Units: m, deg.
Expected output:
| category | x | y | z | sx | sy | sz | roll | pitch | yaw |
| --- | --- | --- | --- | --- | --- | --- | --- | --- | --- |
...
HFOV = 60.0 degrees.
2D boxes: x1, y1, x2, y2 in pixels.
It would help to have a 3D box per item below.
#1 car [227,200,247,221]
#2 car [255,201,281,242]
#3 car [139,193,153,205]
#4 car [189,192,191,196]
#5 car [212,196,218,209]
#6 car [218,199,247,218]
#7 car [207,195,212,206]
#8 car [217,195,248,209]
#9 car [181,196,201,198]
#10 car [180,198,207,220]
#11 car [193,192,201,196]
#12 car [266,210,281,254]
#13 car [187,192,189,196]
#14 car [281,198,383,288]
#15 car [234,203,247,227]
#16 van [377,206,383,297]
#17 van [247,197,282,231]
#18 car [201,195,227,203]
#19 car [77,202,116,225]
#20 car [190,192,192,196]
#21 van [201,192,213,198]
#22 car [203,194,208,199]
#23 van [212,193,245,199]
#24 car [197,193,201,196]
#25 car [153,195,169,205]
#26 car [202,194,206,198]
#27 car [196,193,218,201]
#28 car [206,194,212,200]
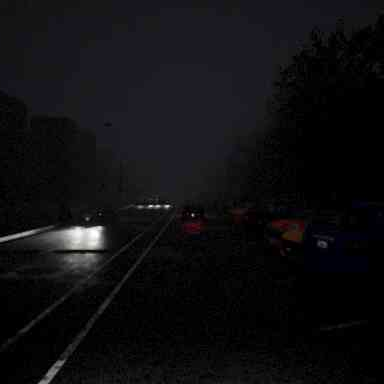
| category | x | y | z | sx | sy | sz | roll | pitch | yaw |
| --- | --- | --- | --- | --- | --- | --- | --- | --- | --- |
| car | 5.464 | 1.536 | 22.963 | 5.366 | 1.575 | 1.946 | 1 | 0 | -20 |
| car | 5.321 | 1.403 | 14.020 | 4.553 | 1.767 | 2.185 | 1 | 0 | -20 |
| car | -7.782 | 1.170 | 57.325 | 2.150 | 2.045 | 5.566 | 0 | 1 | -2 |
| car | 2.539 | 1.315 | 88.145 | 5.008 | 1.535 | 2.097 | 1 | 0 | -25 |
| car | 5.167 | 1.555 | 37.755 | 4.674 | 1.452 | 2.002 | 1 | 0 | -21 |
| car | 5.112 | 1.531 | 25.803 | 5.366 | 1.575 | 1.946 | 1 | 0 | -20 |
| car | 5.030 | 1.496 | 43.698 | 5.008 | 1.535 | 2.097 | 1 | 0 | -22 |
| car | 5.220 | 1.403 | 31.804 | 4.553 | 1.767 | 2.185 | 1 | 0 | -21 |
| car | -0.228 | 1.573 | 44.089 | 1.994 | 1.385 | 4.181 | 0 | 0 | -2 |
| car | 0.055 | 1.553 | 28.412 | 1.837 | 1.490 | 4.892 | 0 | 0 | 0 |
| car | 3.891 | 1.118 | 70.381 | 5.566 | 2.045 | 2.435 | 1 | 0 | -24 |
| car | 5.300 | 1.522 | 11.045 | 5.008 | 1.535 | 2.097 | 1 | 0 | -20 |
| car | 2.019 | 1.305 | 94.059 | 5.008 | 1.535 | 2.097 | 1 | 0 | -26 |
| car | 5.325 | 1.263 | 8.101 | 5.566 | 2.045 | 2.435 | 1 | 0 | -20 |
| car | 5.315 | 1.565 | 19.947 | 4.792 | 1.488 | 2.163 | 1 | 0 | -20 |
| van | 5.403 | 1.281 | 5.175 | 4.442 | 1.987 | 1.878 | 1 | 0 | -20 |
| van | 5.398 | 1.308 | 17.019 | 4.442 | 1.987 | 1.878 | 1 | 0 | -20 |
| car | 4.208 | 1.434 | 64.434 | 4.674 | 1.452 | 2.002 | 1 | 1 | -23 |
| car | -7.009 | 1.542 | 24.785 | 2.128 | 1.511 | 4.902 | 0 | 0 | 0 |
| car | 2.766 | 1.351 | 85.170 | 4.792 | 1.488 | 2.163 | 1 | 0 | -25 |
| van | 4.399 | 1.196 | 58.452 | 4.442 | 1.987 | 1.878 | 1 | 1 | -23 |
| car | 4.729 | 1.495 | 52.581 | 4.674 | 1.452 | 2.002 | 0 | 1 | -22 |
| van | 5.217 | 1.282 | 40.773 | 4.442 | 1.987 | 1.878 | 1 | 0 | -21 |
| car | 4.190 | 1.403 | 61.394 | 5.366 | 1.575 | 1.946 | 1 | 1 | -23 |
| car | -4.953 | 1.306 | 56.346 | 2.097 | 1.767 | 4.553 | 0 | 0 | -2 |
| car | 4.631 | 1.479 | 55.534 | 4.674 | 1.452 | 2.002 | 1 | 0 | -23 |
| car | 3.441 | 1.222 | 76.287 | 4.553 | 1.767 | 2.185 | 1 | 0 | -24 |
| car | 5.127 | 1.483 | 46.736 | 5.366 | 1.575 | 1.946 | 1 | 0 | -22 |
